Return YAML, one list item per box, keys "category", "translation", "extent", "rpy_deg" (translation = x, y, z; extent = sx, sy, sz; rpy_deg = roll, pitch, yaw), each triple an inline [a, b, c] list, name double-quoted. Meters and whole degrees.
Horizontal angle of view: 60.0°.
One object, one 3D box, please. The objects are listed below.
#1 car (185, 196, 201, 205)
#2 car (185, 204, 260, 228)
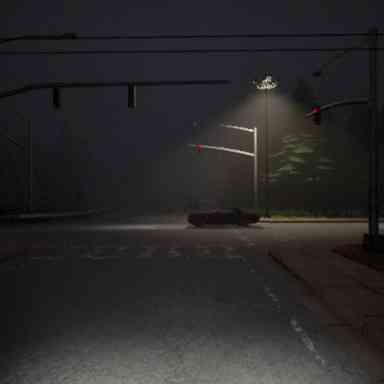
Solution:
- category: "car"
  translation: [0.083, 1.462, 45.230]
  extent: [2.097, 1.767, 4.553]
  rpy_deg: [0, 0, 0]
- category: "car"
  translation: [2.015, 1.662, 22.227]
  extent: [4.718, 1.301, 1.895]
  rpy_deg: [0, 0, 1]
